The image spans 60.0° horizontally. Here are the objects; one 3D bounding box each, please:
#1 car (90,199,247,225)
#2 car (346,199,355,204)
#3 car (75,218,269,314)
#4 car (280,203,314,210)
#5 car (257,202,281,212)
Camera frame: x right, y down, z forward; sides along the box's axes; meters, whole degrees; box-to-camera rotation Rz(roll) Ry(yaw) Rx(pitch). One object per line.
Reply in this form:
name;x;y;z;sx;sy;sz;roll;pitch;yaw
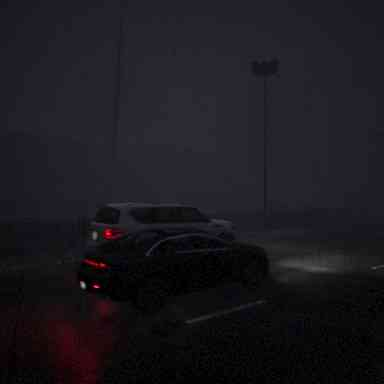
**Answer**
car;-0.835;1.383;11.666;5.566;2.045;2.150;0;0;-38
car;35.150;2.292;73.660;1.837;1.490;4.892;0;-1;25
car;-0.193;1.602;7.905;4.902;1.511;2.128;1;-1;-37
car;12.746;2.035;39.299;1.882;1.535;5.008;0;-1;41
car;10.806;2.087;42.392;2.128;1.511;4.902;-1;-1;41
